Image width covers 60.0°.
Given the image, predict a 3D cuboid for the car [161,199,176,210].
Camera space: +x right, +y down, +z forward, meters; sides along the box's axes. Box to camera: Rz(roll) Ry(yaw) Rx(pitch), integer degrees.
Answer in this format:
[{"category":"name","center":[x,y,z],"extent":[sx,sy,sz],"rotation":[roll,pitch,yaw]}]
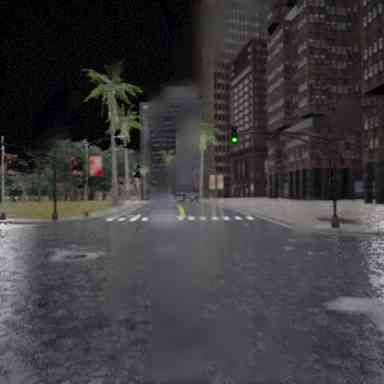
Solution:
[{"category":"car","center":[-3.290,1.712,46.746],"extent":[1.994,1.385,4.181],"rotation":[-1,0,-4]}]

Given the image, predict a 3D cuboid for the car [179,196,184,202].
[{"category":"car","center":[-2.907,1.641,77.533],"extent":[2.128,1.511,4.902],"rotation":[-1,0,-9]}]

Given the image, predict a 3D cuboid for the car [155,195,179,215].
[{"category":"car","center":[-2.811,1.368,36.734],"extent":[2.150,2.045,5.566],"rotation":[-1,0,-2]}]

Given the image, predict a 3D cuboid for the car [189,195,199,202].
[{"category":"car","center":[0.392,1.586,77.388],"extent":[1.837,1.490,4.892],"rotation":[-1,0,-8]}]
